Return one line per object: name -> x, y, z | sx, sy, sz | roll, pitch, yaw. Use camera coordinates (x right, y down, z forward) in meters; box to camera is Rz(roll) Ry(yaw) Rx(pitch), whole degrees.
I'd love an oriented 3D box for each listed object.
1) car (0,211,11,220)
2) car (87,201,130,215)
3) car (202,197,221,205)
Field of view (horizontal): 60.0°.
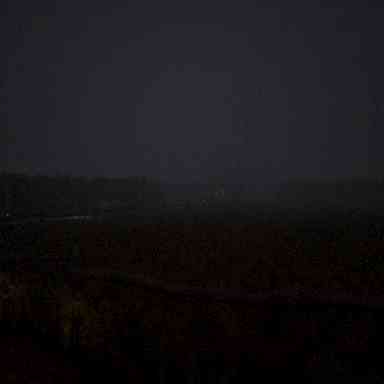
car -> -14.466, 1.624, 21.200 | 2.033, 1.411, 5.357 | 0, 0, 30
car -> -8.023, 1.581, 32.496 | 1.812, 1.442, 4.674 | 0, 0, 31
car -> 2.796, 1.395, 46.771 | 2.128, 1.511, 4.902 | -1, 1, 18
